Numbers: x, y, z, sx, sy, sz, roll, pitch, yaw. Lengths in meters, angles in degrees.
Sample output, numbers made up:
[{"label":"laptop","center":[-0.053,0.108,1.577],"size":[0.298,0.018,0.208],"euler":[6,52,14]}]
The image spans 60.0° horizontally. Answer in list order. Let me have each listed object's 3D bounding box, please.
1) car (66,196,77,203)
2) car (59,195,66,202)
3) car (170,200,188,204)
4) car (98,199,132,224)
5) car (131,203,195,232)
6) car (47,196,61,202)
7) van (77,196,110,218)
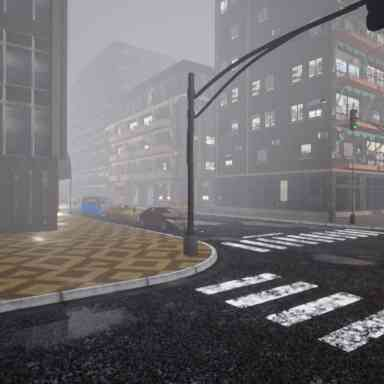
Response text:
[{"label":"car","center":[-21.405,1.447,61.645],"size":[1.752,1.417,4.829],"euler":[0,0,-36]},{"label":"car","center":[-27.906,1.360,70.712],"size":[1.967,1.590,4.097],"euler":[0,0,-36]},{"label":"car","center":[-1.603,1.487,34.029],"size":[1.752,1.417,4.829],"euler":[0,0,-36]},{"label":"car","center":[-4.914,1.458,24.266],"size":[1.752,1.417,4.829],"euler":[0,0,-36]},{"label":"car","center":[-1.713,1.525,19.803],"size":[1.802,1.307,4.206],"euler":[0,0,-36]},{"label":"car","center":[-31.206,1.488,75.313],"size":[1.947,1.339,4.313],"euler":[0,0,-36]},{"label":"van","center":[-8.313,1.265,29.008],"size":[1.690,1.788,3.998],"euler":[0,0,-36]}]
